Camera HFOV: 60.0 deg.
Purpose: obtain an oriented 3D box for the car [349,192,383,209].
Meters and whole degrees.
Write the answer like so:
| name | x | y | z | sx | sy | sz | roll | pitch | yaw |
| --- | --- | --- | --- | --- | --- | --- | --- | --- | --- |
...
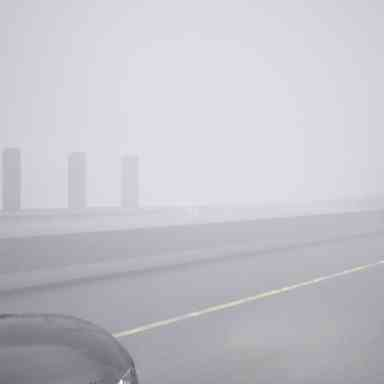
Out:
| name | x | y | z | sx | sy | sz | roll | pitch | yaw |
| --- | --- | --- | --- | --- | --- | --- | --- | --- | --- |
| car | 23.125 | 1.059 | 42.903 | 5.566 | 2.045 | 2.150 | 0 | 0 | -36 |

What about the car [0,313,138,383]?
| name | x | y | z | sx | sy | sz | roll | pitch | yaw |
| --- | --- | --- | --- | --- | --- | --- | --- | --- | --- |
| car | -2.664 | 1.496 | 1.860 | 4.902 | 1.511 | 2.128 | 0 | 0 | -36 |

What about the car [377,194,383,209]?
| name | x | y | z | sx | sy | sz | roll | pitch | yaw |
| --- | --- | --- | --- | --- | --- | --- | --- | --- | --- |
| car | 24.548 | 1.331 | 39.604 | 4.902 | 1.511 | 2.128 | 0 | 0 | -36 |

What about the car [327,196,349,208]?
| name | x | y | z | sx | sy | sz | roll | pitch | yaw |
| --- | --- | --- | --- | --- | --- | --- | --- | --- | --- |
| car | 20.367 | 1.331 | 45.218 | 4.902 | 1.511 | 2.128 | 0 | 0 | -36 |
